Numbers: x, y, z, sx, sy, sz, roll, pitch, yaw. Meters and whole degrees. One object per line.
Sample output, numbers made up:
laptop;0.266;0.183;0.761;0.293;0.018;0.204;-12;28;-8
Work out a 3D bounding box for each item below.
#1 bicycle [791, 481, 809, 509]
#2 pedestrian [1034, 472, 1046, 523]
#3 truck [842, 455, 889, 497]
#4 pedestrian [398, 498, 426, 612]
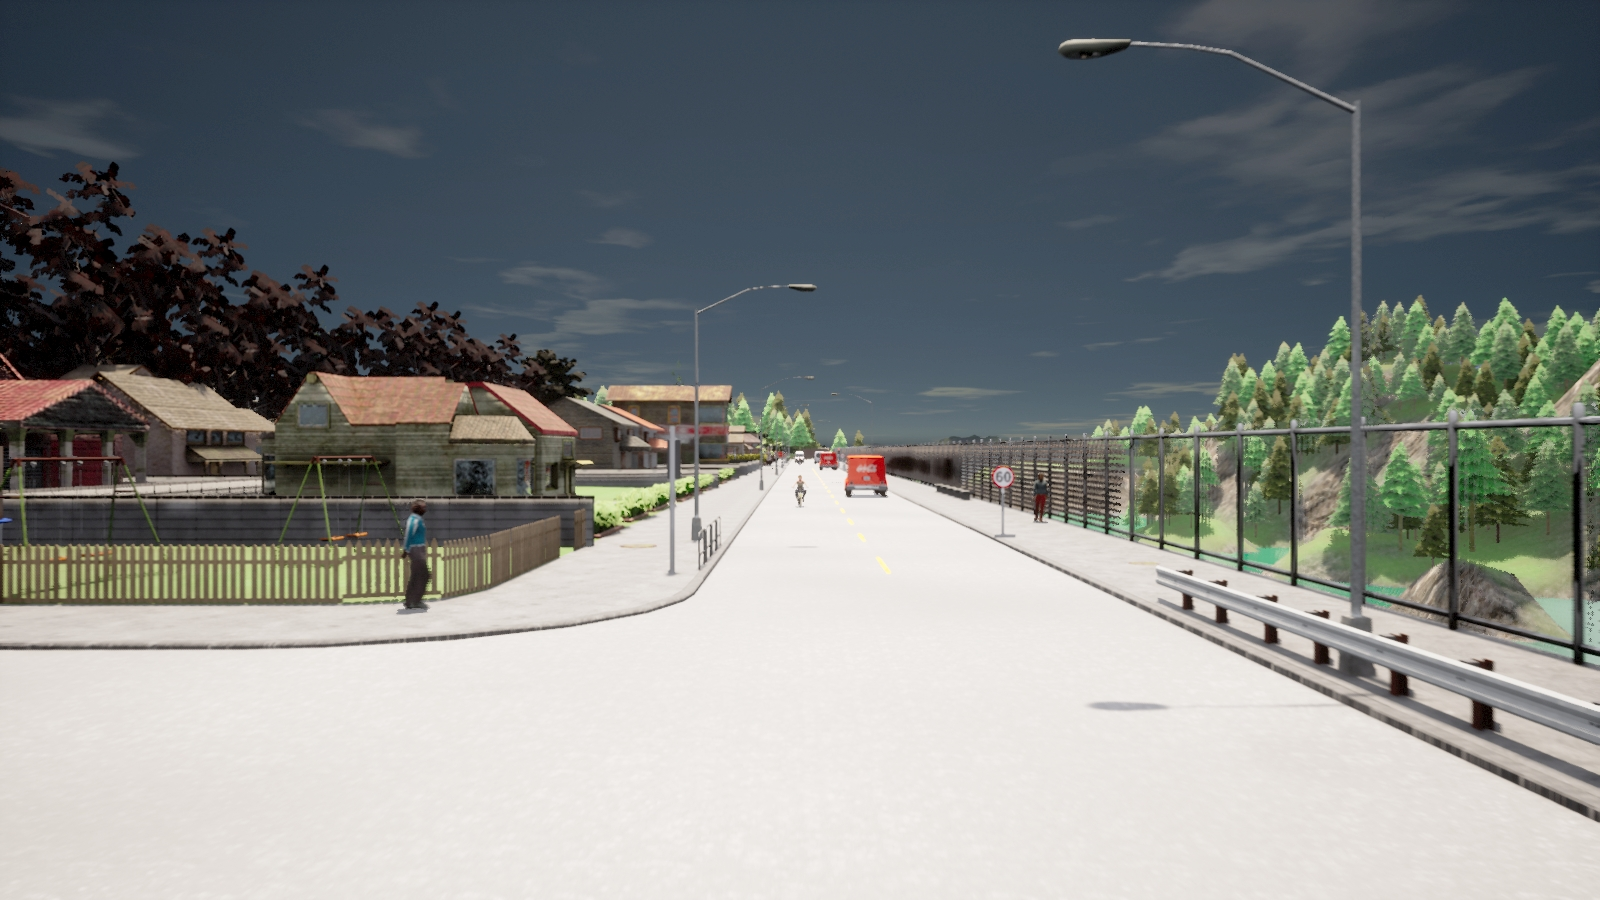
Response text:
bicycle;0.014;2.163;55.377;0.859;1.276;1.487;0;0;0
pedestrian;8.890;1.747;42.255;0.375;1.860;0.375;0;0;1
truck;3.993;1.578;70.704;2.627;2.467;5.204;0;0;0
pedestrian;-6.497;1.748;19.145;0.375;1.860;0.375;0;0;-9
